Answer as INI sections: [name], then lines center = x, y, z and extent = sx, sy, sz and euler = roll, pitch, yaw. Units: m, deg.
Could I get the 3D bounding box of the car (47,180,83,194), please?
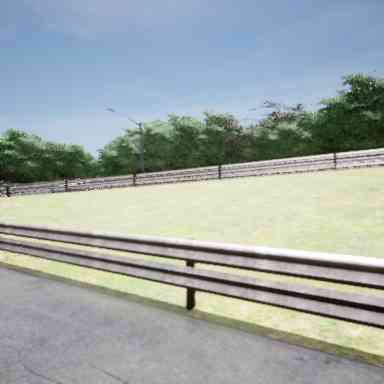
[car]
center = -18.645, -0.619, 48.852
extent = 5.566, 2.045, 2.150
euler = -4, -2, 23
